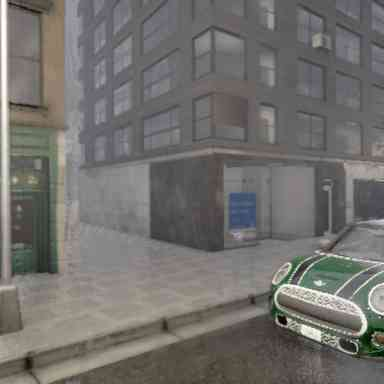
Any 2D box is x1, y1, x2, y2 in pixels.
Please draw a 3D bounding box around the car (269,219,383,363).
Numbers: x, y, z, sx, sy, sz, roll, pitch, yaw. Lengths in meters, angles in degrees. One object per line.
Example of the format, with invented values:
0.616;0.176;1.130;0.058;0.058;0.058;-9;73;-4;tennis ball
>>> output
3.449;1.303;5.836;4.553;1.767;2.097;-1;0;-35;car
